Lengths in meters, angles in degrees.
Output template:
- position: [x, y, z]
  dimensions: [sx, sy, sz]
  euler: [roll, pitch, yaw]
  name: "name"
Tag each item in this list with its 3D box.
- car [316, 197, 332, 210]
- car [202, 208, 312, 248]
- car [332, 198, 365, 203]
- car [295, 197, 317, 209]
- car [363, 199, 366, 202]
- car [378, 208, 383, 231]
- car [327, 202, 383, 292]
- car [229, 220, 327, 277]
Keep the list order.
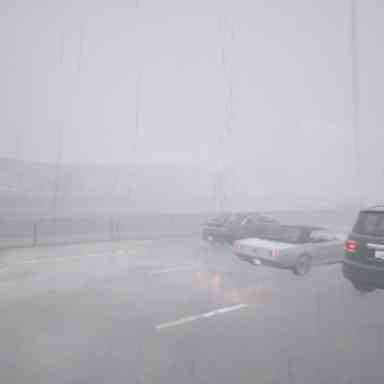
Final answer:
- position: [21.027, 1.940, 49.471]
  dimensions: [4.553, 1.767, 2.097]
  euler: [1, -1, -39]
  name: "car"
- position: [2.689, 1.625, 14.303]
  dimensions: [4.902, 1.511, 2.128]
  euler: [1, 0, -35]
  name: "car"
- position: [22.107, 1.794, 45.843]
  dimensions: [5.566, 2.045, 2.150]
  euler: [1, 0, -38]
  name: "car"
- position: [18.427, 1.798, 51.807]
  dimensions: [5.566, 2.045, 2.150]
  euler: [1, 0, -38]
  name: "car"
- position: [24.742, 2.087, 43.503]
  dimensions: [4.892, 1.490, 1.837]
  euler: [1, 0, -38]
  name: "car"
- position: [15.099, 1.836, 23.156]
  dimensions: [4.892, 1.490, 1.837]
  euler: [0, 0, -35]
  name: "car"
- position: [5.919, 1.344, 8.015]
  dimensions: [5.566, 2.045, 2.150]
  euler: [1, 0, -35]
  name: "car"
- position: [3.674, 1.718, 10.715]
  dimensions: [4.718, 1.301, 1.895]
  euler: [1, -1, -35]
  name: "car"
